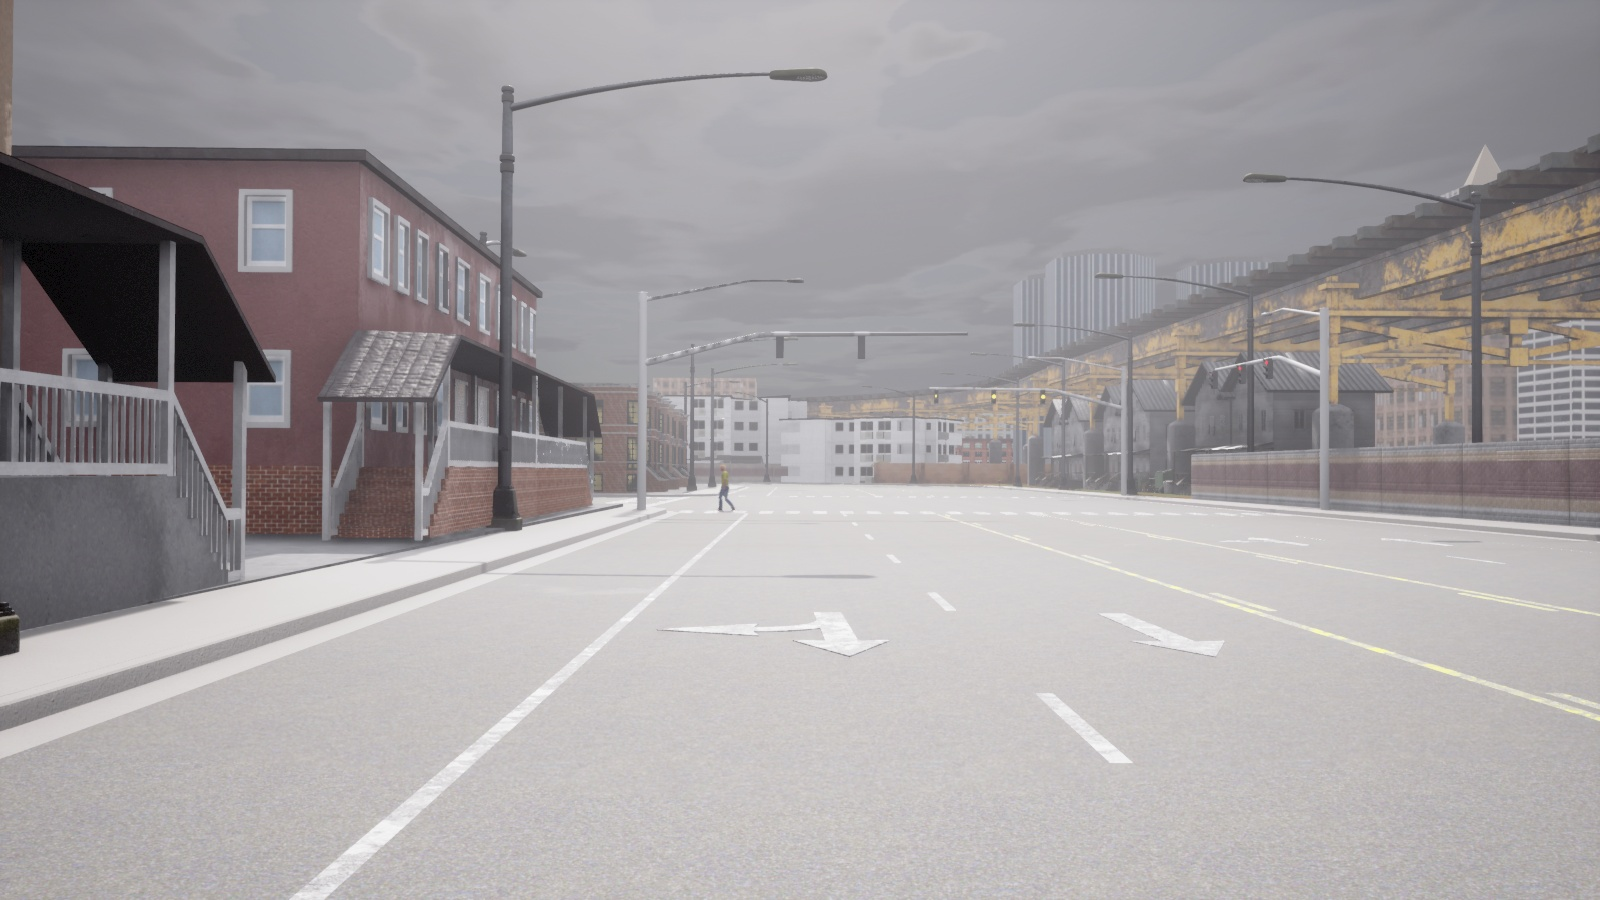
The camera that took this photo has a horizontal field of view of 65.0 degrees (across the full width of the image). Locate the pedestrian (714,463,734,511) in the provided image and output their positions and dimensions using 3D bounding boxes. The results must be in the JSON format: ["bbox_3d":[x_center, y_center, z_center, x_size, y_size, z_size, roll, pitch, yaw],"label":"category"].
[{"bbox_3d":[-2.916,1.414,47.941,0.706,1.836,0.354,0,-1,8],"label":"pedestrian"}]
